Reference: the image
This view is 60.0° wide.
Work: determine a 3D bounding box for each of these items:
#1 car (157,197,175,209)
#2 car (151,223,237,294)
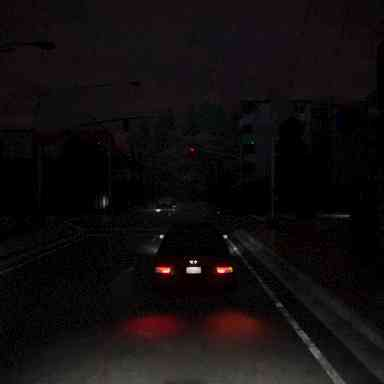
[{"bbox_3d":[-3.712,1.526,46.013,1.812,1.442,4.674,0,0,0],"label":"car"},{"bbox_3d":[0.038,1.547,8.901,2.033,1.411,5.357,0,0,0],"label":"car"}]
